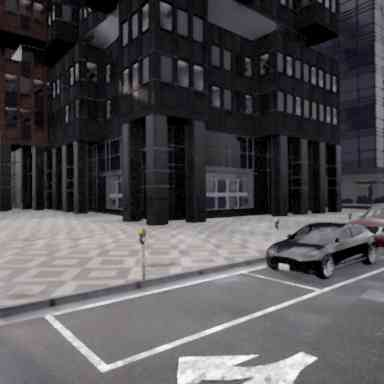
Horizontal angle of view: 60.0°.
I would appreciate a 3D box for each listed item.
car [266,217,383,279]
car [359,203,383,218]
[{"bbox_3d":[4.146,1.633,10.280,4.313,1.339,1.947,0,-1,-39],"label":"car"},{"bbox_3d":[8.341,1.383,13.721,5.009,1.841,2.192,0,-1,-39],"label":"car"}]
